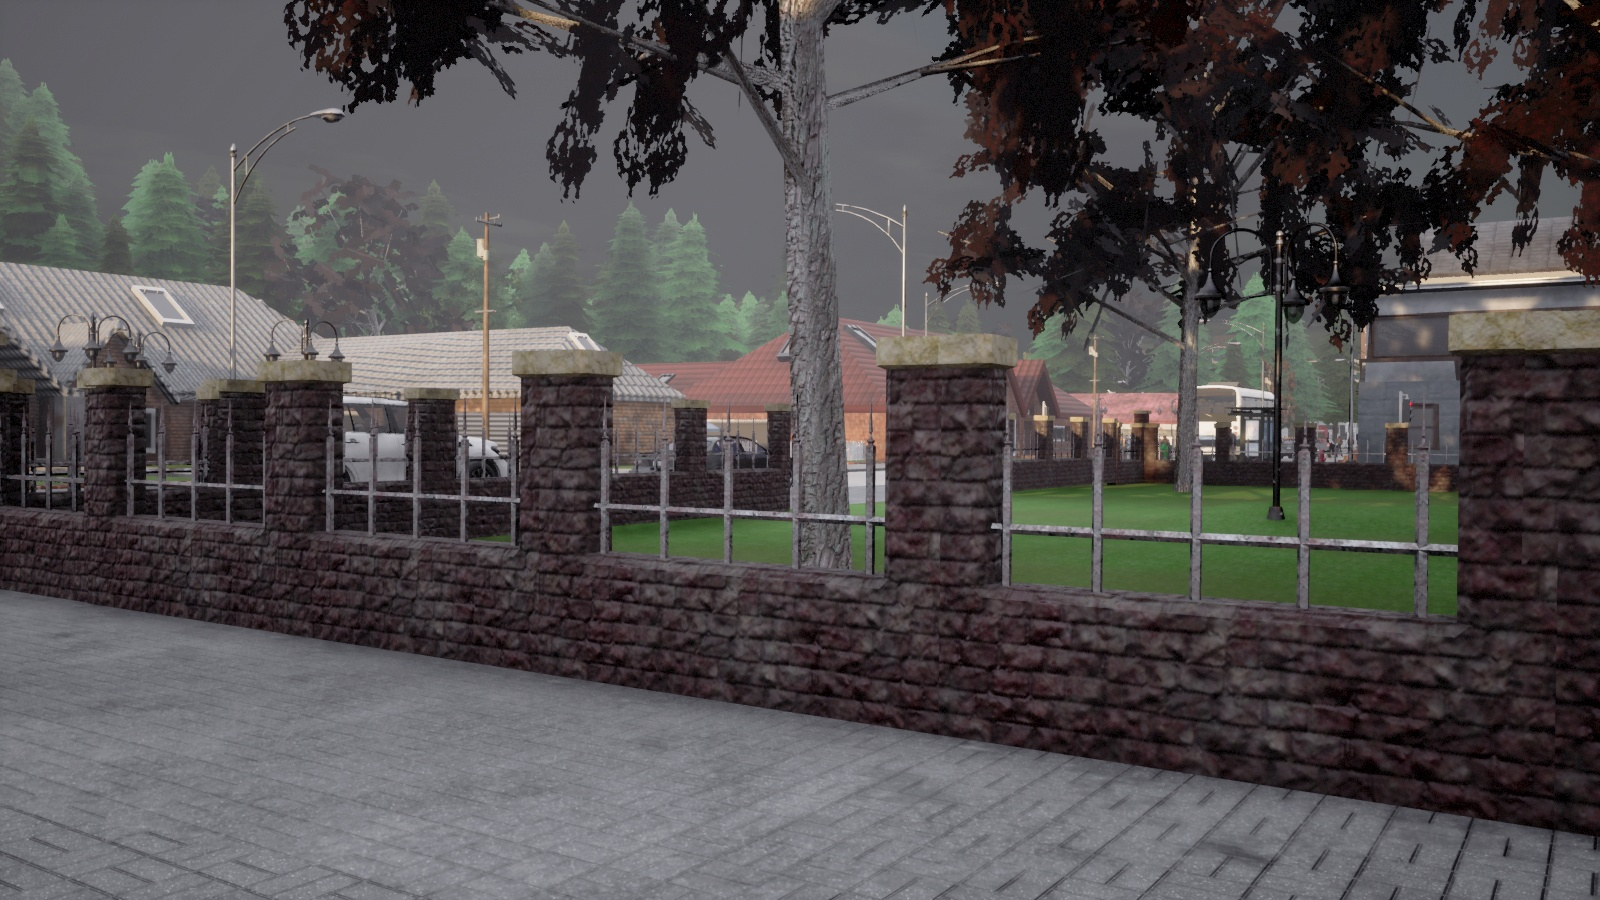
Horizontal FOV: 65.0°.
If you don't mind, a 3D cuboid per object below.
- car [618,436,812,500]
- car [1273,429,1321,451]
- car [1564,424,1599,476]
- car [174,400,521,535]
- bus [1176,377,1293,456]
[{"bbox_3d":[-1.944,0.375,30.879,2.033,1.411,5.357,0,1,31],"label":"car"},{"bbox_3d":[34.045,-0.703,85.982,2.033,1.411,5.357,0,1,33],"label":"car"},{"bbox_3d":[25.384,-0.025,36.911,5.008,1.535,1.882,0,1,32],"label":"car"},{"bbox_3d":[-7.683,0.219,22.017,2.150,2.045,5.566,0,1,32],"label":"car"},{"bbox_3d":[25.213,-1.863,72.495,3.944,4.253,10.273,0,1,33],"label":"bus"}]
